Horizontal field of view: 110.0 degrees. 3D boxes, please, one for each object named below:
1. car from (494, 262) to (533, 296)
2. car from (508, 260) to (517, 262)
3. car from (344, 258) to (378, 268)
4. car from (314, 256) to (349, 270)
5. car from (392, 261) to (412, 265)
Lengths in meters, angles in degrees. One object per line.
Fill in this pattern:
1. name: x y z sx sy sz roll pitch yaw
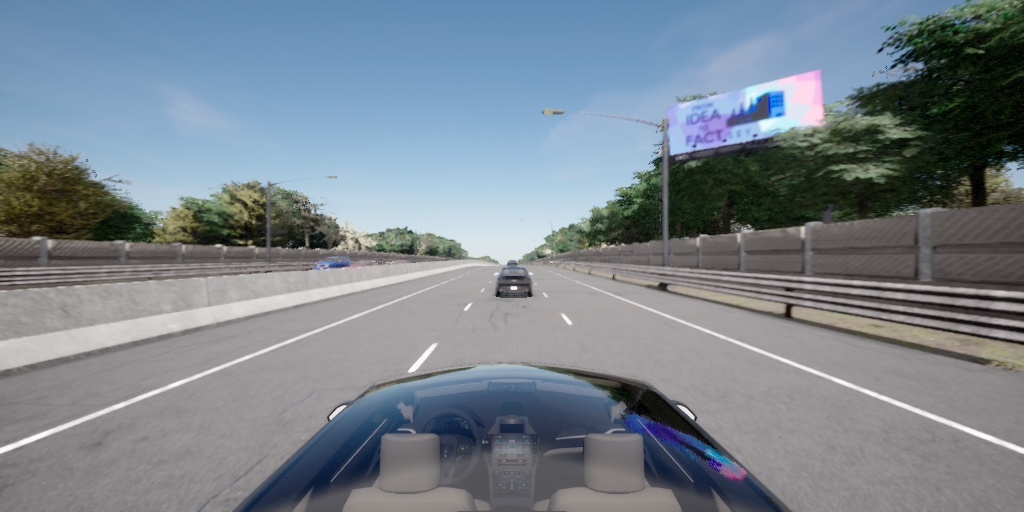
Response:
1. car: 0.094 1.306 19.833 1.837 1.490 4.892 0 0 0
2. car: 0.080 1.400 59.726 1.837 1.490 4.892 0 0 0
3. car: -17.573 1.331 42.589 1.882 1.535 5.008 0 0 0
4. car: -21.068 1.071 42.452 2.150 2.045 5.566 0 0 1
5. car: -14.080 1.339 45.843 1.882 1.535 5.008 0 0 0
